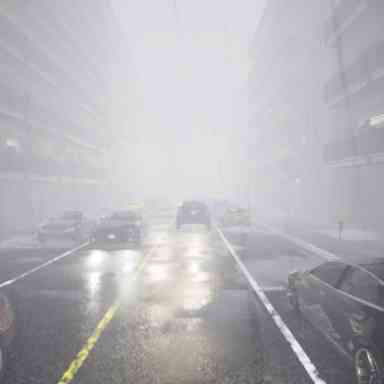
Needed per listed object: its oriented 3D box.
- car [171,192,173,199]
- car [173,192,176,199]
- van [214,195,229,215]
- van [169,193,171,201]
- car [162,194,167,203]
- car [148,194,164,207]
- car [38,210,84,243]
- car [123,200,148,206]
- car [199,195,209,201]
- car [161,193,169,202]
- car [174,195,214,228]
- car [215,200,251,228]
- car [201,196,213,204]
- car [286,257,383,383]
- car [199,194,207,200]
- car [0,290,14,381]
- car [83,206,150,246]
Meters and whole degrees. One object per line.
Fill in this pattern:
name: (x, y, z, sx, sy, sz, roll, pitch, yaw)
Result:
car: (-5.689, 1.246, 70.991, 1.967, 1.590, 4.097, -1, 0, 0)
car: (-5.685, 1.333, 87.562, 1.947, 1.339, 4.313, -1, 0, 0)
van: (2.686, 1.247, 32.313, 1.690, 1.788, 3.998, -1, 0, 0)
van: (-5.690, 1.161, 65.467, 1.690, 1.788, 3.998, -1, 0, 0)
car: (-5.690, 1.392, 54.420, 1.887, 1.381, 4.507, 0, 0, 0)
car: (-5.690, 1.428, 48.897, 1.947, 1.339, 4.313, 0, 0, 0)
car: (-5.695, 1.534, 15.756, 1.802, 1.307, 4.206, 0, 0, 0)
car: (-5.694, 1.432, 32.157, 1.752, 1.417, 4.829, 0, 0, 0)
car: (2.694, 1.344, 76.500, 2.008, 1.369, 4.403, -1, 0, 0)
car: (-5.689, 1.378, 59.944, 1.887, 1.381, 4.507, 0, 0, 0)
car: (0.104, 1.287, 21.738, 2.097, 1.767, 4.553, 0, 0, 0)
car: (2.686, 1.461, 21.435, 1.752, 1.417, 4.829, 0, 0, 0)
car: (2.692, 1.384, 59.929, 2.008, 1.369, 4.403, -1, 0, 0)
car: (2.684, 1.551, 4.696, 1.947, 1.339, 4.313, 0, 0, 0)
car: (2.695, 1.305, 82.194, 1.752, 1.417, 4.829, -1, 0, 0)
car: (-3.058, 1.518, 2.246, 1.812, 1.442, 4.674, 0, 0, 0)
car: (-3.072, 1.519, 14.799, 1.994, 1.385, 4.181, 0, 0, 1)
